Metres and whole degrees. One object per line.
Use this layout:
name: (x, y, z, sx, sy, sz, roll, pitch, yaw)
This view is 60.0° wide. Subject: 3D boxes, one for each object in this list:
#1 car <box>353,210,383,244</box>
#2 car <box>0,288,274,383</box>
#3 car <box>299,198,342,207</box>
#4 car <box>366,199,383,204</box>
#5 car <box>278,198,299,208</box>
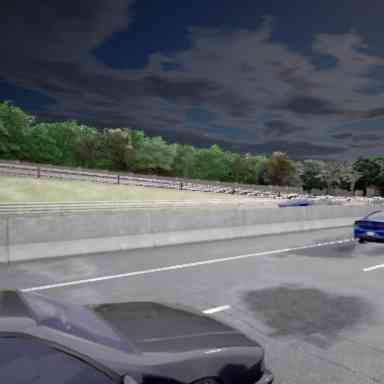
car: (9.036, 1.483, 14.496, 5.008, 1.535, 1.882, 0, 0, -36)
car: (-1.798, 1.547, 2.461, 5.357, 1.411, 2.033, 0, 0, -36)
car: (14.143, 1.495, 35.580, 4.902, 1.511, 2.128, 0, 0, -35)
car: (20.081, 1.506, 35.511, 4.892, 1.490, 1.837, 0, 0, -35)
car: (12.081, 1.481, 38.406, 5.008, 1.535, 1.882, 0, 0, -35)
